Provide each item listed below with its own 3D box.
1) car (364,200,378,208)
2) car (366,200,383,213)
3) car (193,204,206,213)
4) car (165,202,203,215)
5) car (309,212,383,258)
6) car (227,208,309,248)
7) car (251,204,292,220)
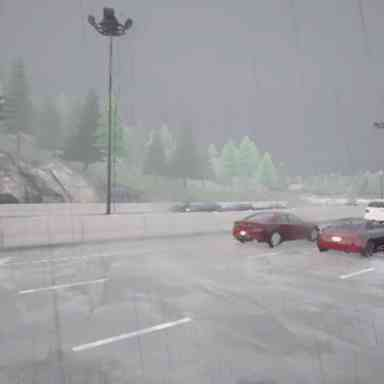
[{"bbox_3d":[35.301,2.378,65.424,1.882,1.535,5.008,0,-1,34],"label":"car"},{"bbox_3d":[15.407,1.608,25.861,5.566,2.045,2.150,1,0,-43],"label":"car"},{"bbox_3d":[1.356,1.847,37.050,4.902,1.511,2.128,1,-1,-41],"label":"car"},{"bbox_3d":[-0.936,1.922,39.664,4.181,1.385,1.994,1,-1,-40],"label":"car"},{"bbox_3d":[6.985,1.758,13.759,4.181,1.385,1.994,1,-1,-39],"label":"car"},{"bbox_3d":[4.139,1.664,15.947,5.008,1.535,1.882,1,-1,-39],"label":"car"},{"bbox_3d":[8.086,1.953,33.776,4.181,1.385,1.994,1,-1,-42],"label":"car"}]
